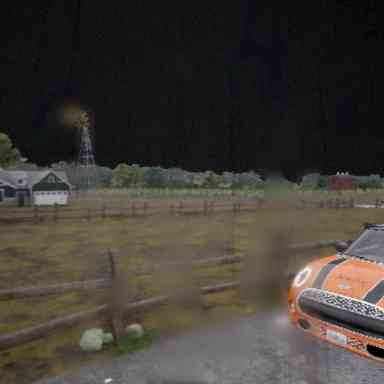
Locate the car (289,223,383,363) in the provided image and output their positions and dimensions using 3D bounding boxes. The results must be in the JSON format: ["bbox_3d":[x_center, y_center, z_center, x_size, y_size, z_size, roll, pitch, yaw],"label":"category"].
[{"bbox_3d":[3.755,1.347,5.747,4.553,1.767,2.097,0,0,-35],"label":"car"}]
